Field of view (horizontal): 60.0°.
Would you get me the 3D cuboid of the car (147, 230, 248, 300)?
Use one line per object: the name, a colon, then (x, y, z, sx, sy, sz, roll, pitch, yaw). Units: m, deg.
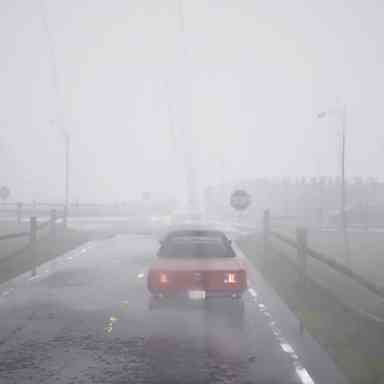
car: (0.095, 1.602, 8.344, 1.895, 1.301, 4.718, 0, 0, 0)

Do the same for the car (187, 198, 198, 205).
car: (0.048, 1.643, 60.264, 1.895, 1.301, 4.718, 0, 0, 0)

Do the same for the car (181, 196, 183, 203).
car: (-2.880, 1.516, 57.561, 1.882, 1.535, 5.008, 0, 0, 0)

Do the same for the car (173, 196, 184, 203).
car: (-2.809, 1.554, 69.307, 2.128, 1.511, 4.902, 0, 0, 0)

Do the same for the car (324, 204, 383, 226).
car: (12.700, 1.699, 25.705, 4.553, 1.767, 2.097, 1, -1, -1)

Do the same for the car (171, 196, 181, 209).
car: (-2.878, 1.570, 44.294, 2.033, 1.411, 5.357, 0, 0, 0)

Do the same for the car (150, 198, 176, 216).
car: (-2.873, 1.577, 32.293, 1.994, 1.385, 4.181, 0, 0, 0)
